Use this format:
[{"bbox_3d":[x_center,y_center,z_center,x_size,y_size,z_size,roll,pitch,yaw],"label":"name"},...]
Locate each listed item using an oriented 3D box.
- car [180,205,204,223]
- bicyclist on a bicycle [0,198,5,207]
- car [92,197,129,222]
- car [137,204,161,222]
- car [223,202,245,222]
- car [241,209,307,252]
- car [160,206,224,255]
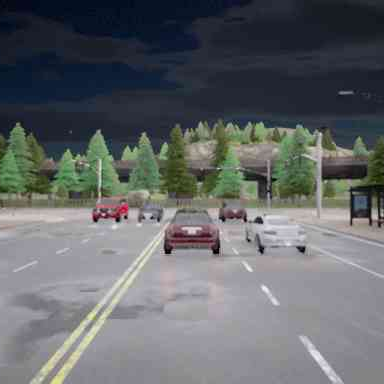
[{"bbox_3d":[-0.015,1.874,29.107,1.895,1.301,4.718,0,0,0],"label":"car"},{"bbox_3d":[-29.463,1.732,51.544,0.582,1.620,1.656,0,0,1],"label":"bicyclist on a bicycle"},{"bbox_3d":[-7.005,1.481,29.121,2.150,2.045,5.566,0,-1,0],"label":"car"},{"bbox_3d":[-3.507,1.766,28.863,2.128,1.511,4.902,0,-1,0],"label":"car"},{"bbox_3d":[3.536,1.623,29.065,2.097,1.767,4.553,0,-1,1],"label":"car"},{"bbox_3d":[3.505,1.662,14.377,1.812,1.442,4.674,0,0,0],"label":"car"},{"bbox_3d":[0.002,1.484,14.091,2.097,1.767,4.553,0,-1,0],"label":"car"}]
